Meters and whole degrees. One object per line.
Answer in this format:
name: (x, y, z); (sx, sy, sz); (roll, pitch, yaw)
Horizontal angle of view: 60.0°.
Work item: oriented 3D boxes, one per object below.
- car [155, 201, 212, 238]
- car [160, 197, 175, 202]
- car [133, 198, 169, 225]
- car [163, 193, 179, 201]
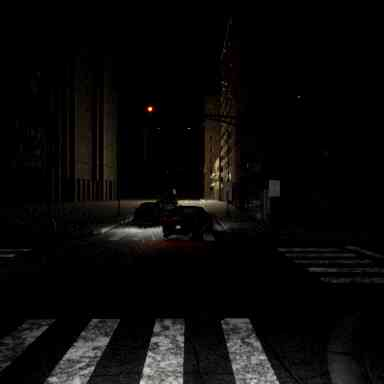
car: (-0.122, 1.478, 17.750); (1.882, 1.535, 5.008); (1, 0, 12)
car: (-3.034, 1.527, 34.401); (1.812, 1.442, 4.674); (0, 0, 0)
car: (-3.052, 1.479, 24.437); (1.882, 1.535, 5.008); (0, 0, 0)
car: (-2.999, 1.222, 45.111); (2.150, 2.045, 5.566); (0, 0, 1)
